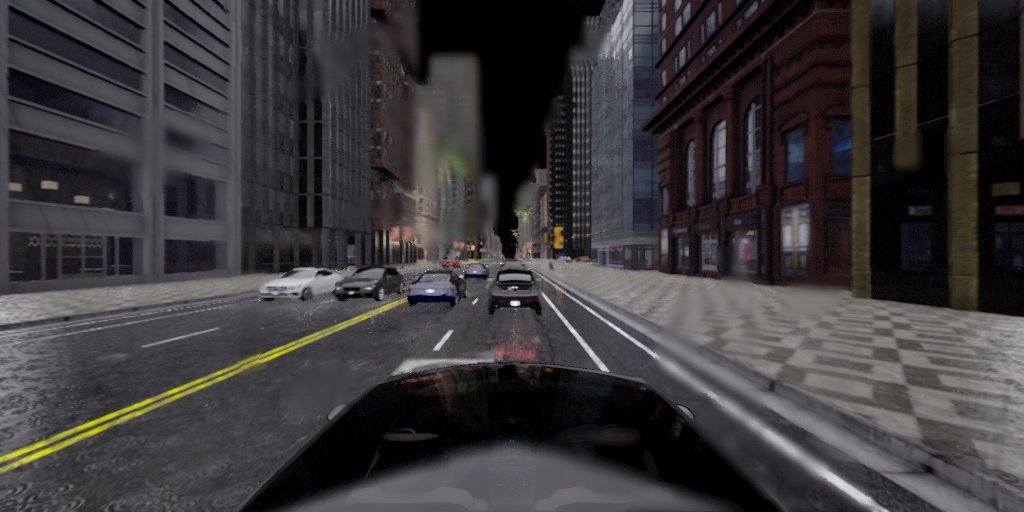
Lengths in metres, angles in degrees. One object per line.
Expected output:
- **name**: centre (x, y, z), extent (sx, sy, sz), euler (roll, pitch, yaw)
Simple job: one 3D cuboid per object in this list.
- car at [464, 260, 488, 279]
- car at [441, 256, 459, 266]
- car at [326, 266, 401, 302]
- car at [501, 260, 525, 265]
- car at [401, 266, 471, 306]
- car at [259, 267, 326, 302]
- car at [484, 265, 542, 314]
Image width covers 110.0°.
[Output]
- **car**: centre (-3.144, 1.324, 32.392), extent (1.994, 1.385, 4.181), euler (0, 0, 0)
- **car**: centre (-9.794, 0.995, 57.430), extent (2.150, 2.045, 5.566), euler (0, 0, 1)
- **car**: centre (-6.596, 1.260, 17.152), extent (1.837, 1.490, 4.892), euler (0, 0, 0)
- **car**: centre (0.106, 1.112, 31.495), extent (2.097, 1.767, 4.553), euler (0, 0, 0)
- **car**: centre (-3.146, 1.319, 15.793), extent (1.994, 1.385, 4.181), euler (0, 0, 0)
- **car**: centre (-9.846, 1.281, 17.230), extent (1.812, 1.442, 4.674), euler (0, 0, 0)
- **car**: centre (0.103, 1.259, 13.825), extent (1.837, 1.490, 4.892), euler (0, 0, 0)
